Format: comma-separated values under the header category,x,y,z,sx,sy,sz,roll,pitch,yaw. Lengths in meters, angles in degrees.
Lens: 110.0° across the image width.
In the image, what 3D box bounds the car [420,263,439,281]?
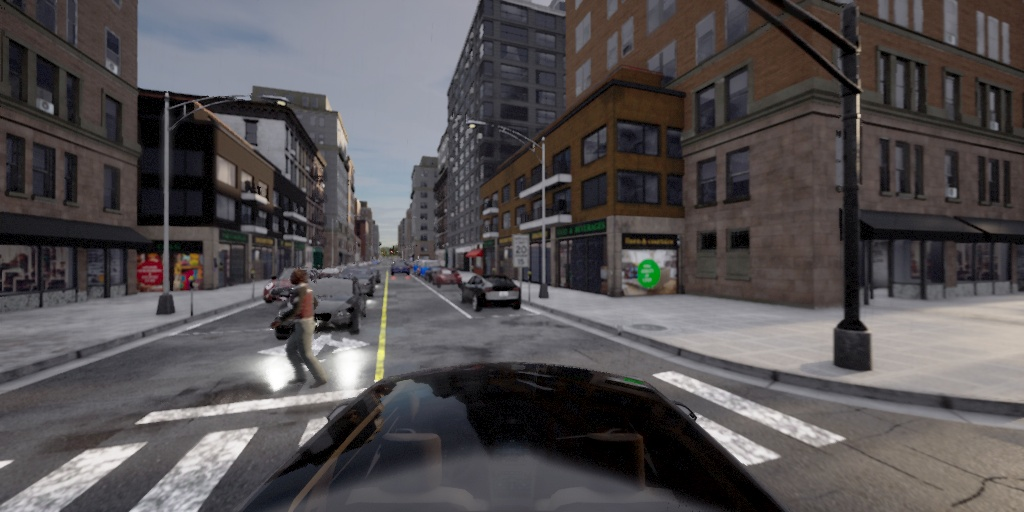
category,x,y,z,sx,sy,sz,roll,pitch,yaw
car,-6.346,1.519,30.315,1.948,1.339,4.313,0,0,-19

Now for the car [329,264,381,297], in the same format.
category,x,y,z,sx,sy,sz,roll,pitch,yaw
car,-8.407,1.375,19.444,2.128,1.511,4.902,0,0,-19

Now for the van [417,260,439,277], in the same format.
category,x,y,z,sx,sy,sz,roll,pitch,yaw
van,-8.140,1.335,35.525,1.690,1.789,3.998,0,0,-19

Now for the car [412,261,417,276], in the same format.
category,x,y,z,sx,sy,sz,roll,pitch,yaw
car,-9.934,1.587,40.736,2.007,1.370,4.403,0,0,-19

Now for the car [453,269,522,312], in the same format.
category,x,y,z,sx,sy,sz,roll,pitch,yaw
car,-0.964,1.402,14.684,1.948,1.339,4.313,0,0,-19

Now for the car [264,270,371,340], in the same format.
category,x,y,z,sx,sy,sz,roll,pitch,yaw
car,-5.318,1.323,10.473,1.837,1.490,4.892,0,0,-19

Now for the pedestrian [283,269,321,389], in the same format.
category,x,y,z,sx,sy,sz,roll,pitch,yaw
pedestrian,-3.208,1.075,5.498,0.375,1.860,0.375,0,0,-19

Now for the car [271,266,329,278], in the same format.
category,x,y,z,sx,sy,sz,roll,pitch,yaw
car,-10.346,1.314,17.282,1.967,1.591,4.097,0,0,-19

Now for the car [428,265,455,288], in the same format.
category,x,y,z,sx,sy,sz,roll,pitch,yaw
car,-4.552,1.495,25.105,1.802,1.307,4.207,0,0,-19

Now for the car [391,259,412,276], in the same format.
category,x,y,z,sx,sy,sz,roll,pitch,yaw
car,-13.597,1.420,43.581,2.097,1.767,4.553,0,0,-19
